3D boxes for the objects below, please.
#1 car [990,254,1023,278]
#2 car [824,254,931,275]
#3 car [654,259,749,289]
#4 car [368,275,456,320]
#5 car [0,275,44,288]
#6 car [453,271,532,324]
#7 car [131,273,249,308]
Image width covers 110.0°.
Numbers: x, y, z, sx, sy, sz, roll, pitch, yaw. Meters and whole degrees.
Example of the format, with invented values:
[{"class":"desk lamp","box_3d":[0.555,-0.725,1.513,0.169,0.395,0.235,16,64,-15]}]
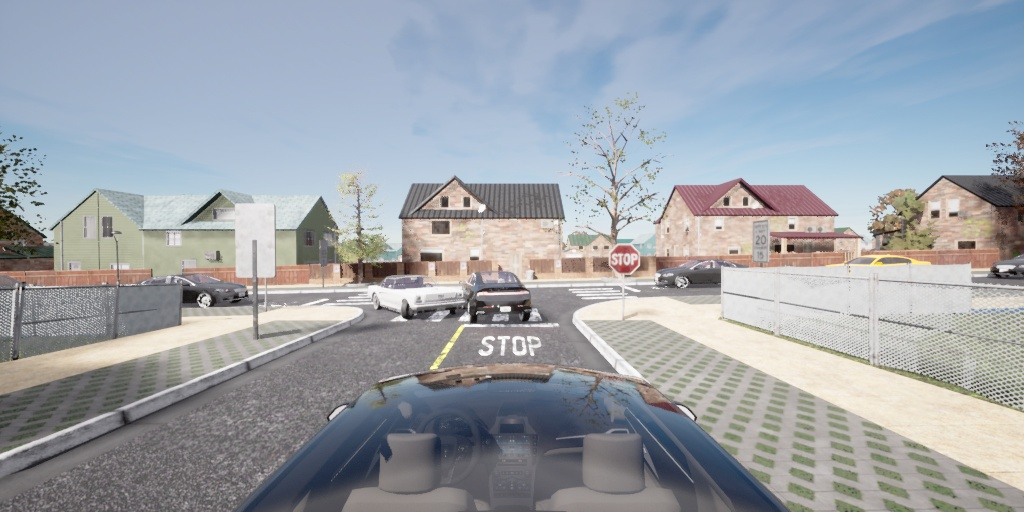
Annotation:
[{"class":"car","box_3d":[29.388,0.477,19.633,4.902,1.511,2.128,-1,1,0]},{"class":"car","box_3d":[19.763,0.689,19.597,5.008,1.535,1.882,-1,1,-1]},{"class":"car","box_3d":[10.333,0.925,19.562,4.902,1.511,2.128,-1,1,0]},{"class":"car","box_3d":[-3.600,1.367,13.015,1.895,1.301,4.718,0,0,-38]},{"class":"car","box_3d":[-24.238,1.647,16.472,4.553,1.767,2.097,-1,1,0]},{"class":"car","box_3d":[-0.684,1.242,12.155,2.128,1.511,4.902,0,0,-12]},{"class":"car","box_3d":[-14.900,1.565,16.512,4.902,1.511,2.128,-1,1,0]}]
